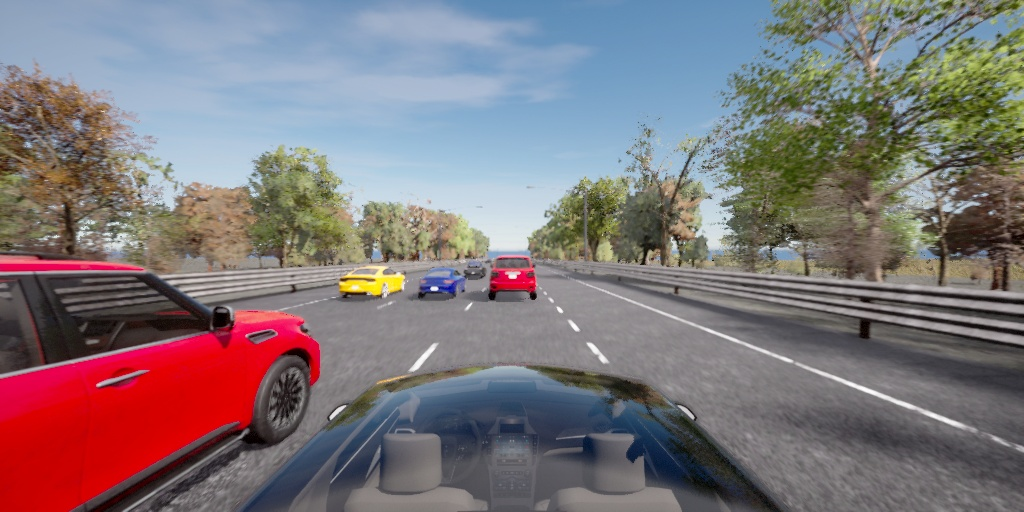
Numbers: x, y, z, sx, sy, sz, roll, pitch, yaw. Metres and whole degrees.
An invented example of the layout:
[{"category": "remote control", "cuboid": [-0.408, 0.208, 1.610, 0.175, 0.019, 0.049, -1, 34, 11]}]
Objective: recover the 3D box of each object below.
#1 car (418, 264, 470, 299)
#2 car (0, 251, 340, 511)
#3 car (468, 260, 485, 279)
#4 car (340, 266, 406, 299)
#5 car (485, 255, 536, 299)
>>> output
[{"category": "car", "cuboid": [-3.461, 1.301, 18.322, 1.812, 1.442, 4.674, 0, 0, 0]}, {"category": "car", "cuboid": [-3.499, 0.979, 2.170, 2.150, 2.045, 5.566, 0, 0, 0]}, {"category": "car", "cuboid": [-3.418, 1.300, 33.991, 2.128, 1.511, 4.902, 0, 0, 0]}, {"category": "car", "cuboid": [-6.957, 1.259, 18.402, 1.882, 1.535, 5.008, 0, 0, 0]}, {"category": "car", "cuboid": [0.043, 0.990, 18.301, 2.150, 2.045, 5.566, 0, 0, 0]}]
